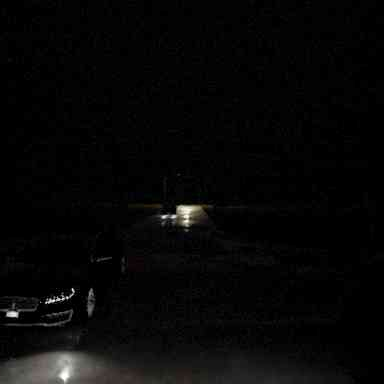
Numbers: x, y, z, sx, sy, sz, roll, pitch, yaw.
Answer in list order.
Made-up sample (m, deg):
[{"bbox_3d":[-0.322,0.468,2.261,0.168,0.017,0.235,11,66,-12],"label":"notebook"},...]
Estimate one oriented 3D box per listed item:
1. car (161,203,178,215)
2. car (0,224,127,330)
[{"bbox_3d":[-2.752,2.087,41.118,2.033,1.411,5.357,0,-1,0],"label":"car"},{"bbox_3d":[-2.730,1.568,7.503,1.837,1.490,4.892,1,1,0],"label":"car"}]
